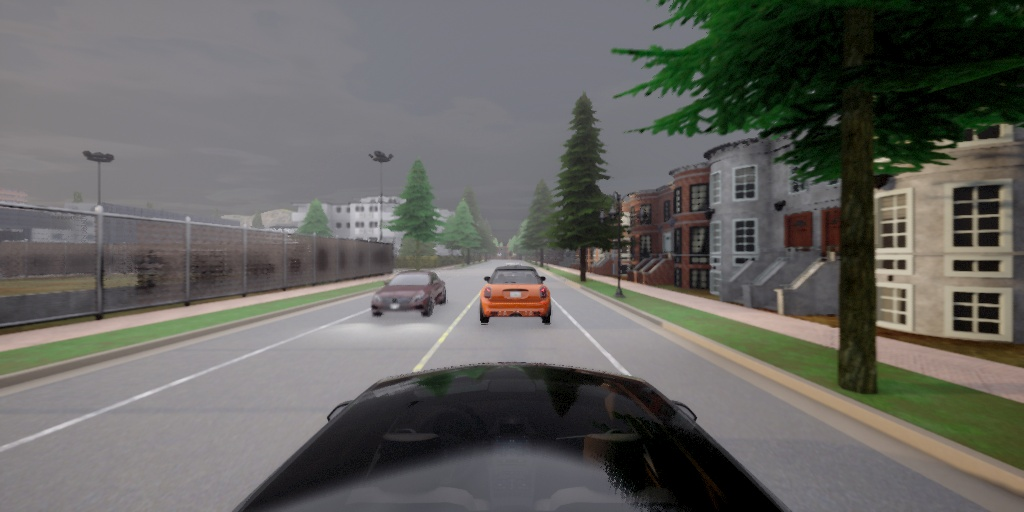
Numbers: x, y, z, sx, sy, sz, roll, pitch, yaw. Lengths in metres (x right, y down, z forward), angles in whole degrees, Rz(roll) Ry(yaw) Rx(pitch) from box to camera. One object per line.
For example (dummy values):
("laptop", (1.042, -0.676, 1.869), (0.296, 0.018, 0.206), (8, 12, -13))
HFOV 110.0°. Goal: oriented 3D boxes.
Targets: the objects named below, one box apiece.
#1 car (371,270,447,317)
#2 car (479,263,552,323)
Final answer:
("car", (-3.586, 1.276, 13.282), (1.812, 1.442, 4.674), (0, 0, 0))
("car", (0.100, 1.102, 12.191), (2.097, 1.767, 4.553), (0, 0, 0))
